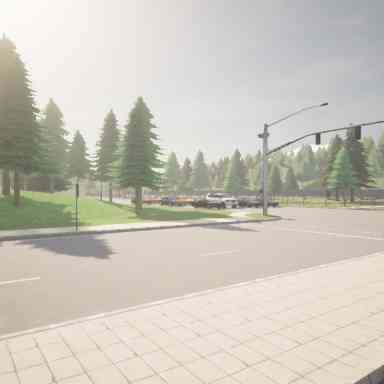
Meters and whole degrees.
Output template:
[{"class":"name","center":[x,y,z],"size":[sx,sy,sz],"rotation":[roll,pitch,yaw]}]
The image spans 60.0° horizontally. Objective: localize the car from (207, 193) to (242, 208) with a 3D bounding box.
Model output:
[{"class":"car","center":[4.118,1.221,47.285],"size":[2.150,2.045,5.566],"rotation":[0,0,-34]}]

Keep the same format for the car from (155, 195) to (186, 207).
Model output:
[{"class":"car","center":[-3.424,1.505,51.919],"size":[1.837,1.490,4.892],"rotation":[0,0,-35]}]

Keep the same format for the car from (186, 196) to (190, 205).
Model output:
[{"class":"car","center":[-1.492,1.478,55.262],"size":[1.882,1.535,5.008],"rotation":[0,0,-35]}]

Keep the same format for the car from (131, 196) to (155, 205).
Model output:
[{"class":"car","center":[-9.290,1.547,60.302],"size":[2.033,1.411,5.357],"rotation":[0,0,-36]}]

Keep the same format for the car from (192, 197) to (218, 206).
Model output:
[{"class":"car","center":[2.167,1.601,56.149],"size":[1.895,1.301,4.718],"rotation":[0,0,-35]}]

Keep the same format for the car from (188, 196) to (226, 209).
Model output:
[{"class":"car","center":[1.931,1.601,44.296],"size":[1.895,1.301,4.718],"rotation":[0,0,-35]}]

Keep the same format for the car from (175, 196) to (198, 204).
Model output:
[{"class":"car","center":[-1.143,1.547,67.047],"size":[2.033,1.411,5.357],"rotation":[0,0,-34]}]

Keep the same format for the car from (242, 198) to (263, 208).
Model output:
[{"class":"car","center":[7.677,1.547,48.301],"size":[2.033,1.411,5.357],"rotation":[0,0,-35]}]

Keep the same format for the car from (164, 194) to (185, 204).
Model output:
[{"class":"car","center":[-3.404,1.352,64.131],"size":[2.097,1.767,4.553],"rotation":[0,0,-35]}]

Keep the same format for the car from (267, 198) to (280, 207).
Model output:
[{"class":"car","center":[10.604,1.547,50.230],"size":[2.033,1.411,5.357],"rotation":[0,0,-35]}]

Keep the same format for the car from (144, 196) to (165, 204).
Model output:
[{"class":"car","center":[-7.156,1.478,63.376],"size":[1.882,1.535,5.008],"rotation":[0,0,-35]}]
